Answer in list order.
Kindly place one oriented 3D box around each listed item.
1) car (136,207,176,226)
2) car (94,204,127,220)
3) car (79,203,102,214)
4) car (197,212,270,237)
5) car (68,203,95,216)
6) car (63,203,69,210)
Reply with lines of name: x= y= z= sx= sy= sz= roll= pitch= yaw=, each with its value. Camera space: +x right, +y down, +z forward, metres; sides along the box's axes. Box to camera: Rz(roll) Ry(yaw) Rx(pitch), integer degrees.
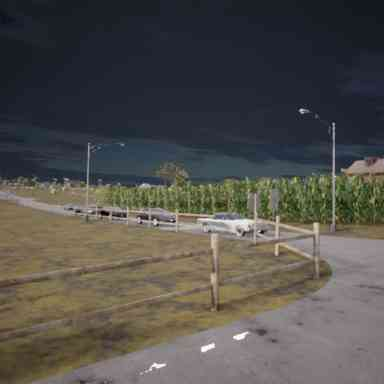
car: x=-3.005 y=2.025 z=27.940 sx=1.837 sy=1.490 sz=4.892 roll=3 pitch=-3 yaw=-35
car: x=-8.485 y=2.190 z=35.675 sx=1.882 sy=1.535 sz=5.008 roll=3 pitch=-3 yaw=-35
car: x=-15.487 y=2.510 z=50.634 sx=1.882 sy=1.535 sz=5.008 roll=3 pitch=-2 yaw=-35
car: x=2.433 y=1.923 z=20.333 sx=1.895 sy=1.301 sz=4.718 roll=3 pitch=-3 yaw=-37
car: x=-14.187 y=2.361 z=43.770 sx=2.128 sy=1.511 sz=4.902 roll=3 pitch=-2 yaw=-35
car: x=-21.426 y=2.601 z=59.014 sx=1.994 sy=1.385 sz=4.181 roll=3 pitch=-1 yaw=-35
